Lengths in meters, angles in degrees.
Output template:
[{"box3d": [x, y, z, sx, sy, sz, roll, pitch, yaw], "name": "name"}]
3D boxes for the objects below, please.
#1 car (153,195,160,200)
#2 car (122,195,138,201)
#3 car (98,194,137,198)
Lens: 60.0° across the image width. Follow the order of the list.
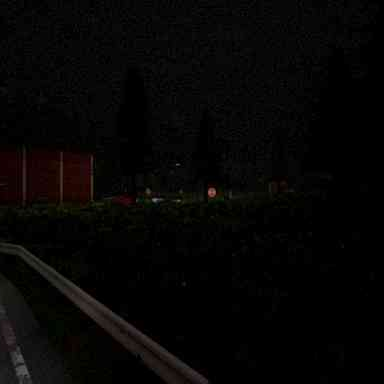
[{"box3d": [-4.954, 1.589, 51.213, 1.994, 1.385, 4.181, 0, 0, 33], "name": "car"}, {"box3d": [-16.688, 1.530, 89.703, 1.816, 1.474, 4.193, 0, 0, 33], "name": "car"}, {"box3d": [-10.819, 1.503, 48.832, 1.882, 1.535, 5.008, 0, 0, 33], "name": "car"}]
